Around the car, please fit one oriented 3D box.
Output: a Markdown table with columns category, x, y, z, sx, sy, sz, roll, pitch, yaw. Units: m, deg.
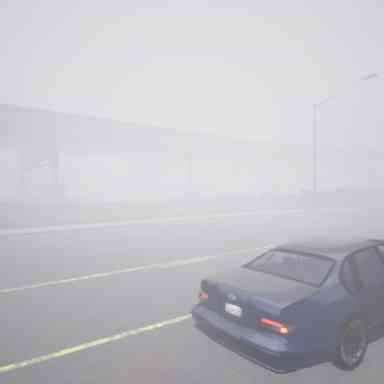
| category | x | y | z | sx | sy | sz | roll | pitch | yaw |
| --- | --- | --- | --- | --- | --- | --- | --- | --- | --- |
| car | 2.544 | 1.451 | 5.559 | 5.357 | 1.411 | 2.033 | -1 | 1 | -35 |
